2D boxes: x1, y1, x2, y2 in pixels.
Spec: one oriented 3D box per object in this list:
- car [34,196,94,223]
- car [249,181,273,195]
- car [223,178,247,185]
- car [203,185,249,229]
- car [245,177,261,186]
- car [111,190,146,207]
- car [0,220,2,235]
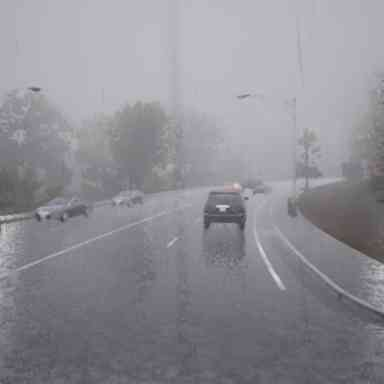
[{"bbox_3d":[-8.301,1.067,21.939,2.128,1.511,4.902,0,2,11],"label":"car"},{"bbox_3d":[9.417,-0.361,44.026,1.895,1.301,4.718,0,4,24],"label":"car"},{"bbox_3d":[5.176,-0.451,43.080,2.097,1.767,4.553,0,4,24],"label":"car"},{"bbox_3d":[2.016,0.867,19.120,2.150,2.045,5.566,0,2,11],"label":"car"},{"bbox_3d":[9.467,-1.283,52.388,2.150,2.045,5.566,0,4,29],"label":"car"},{"bbox_3d":[-6.013,0.585,31.932,2.128,1.511,4.902,0,3,14],"label":"car"},{"bbox_3d":[-9.650,1.192,12.836,2.097,1.767,4.553,0,1,7],"label":"car"}]
